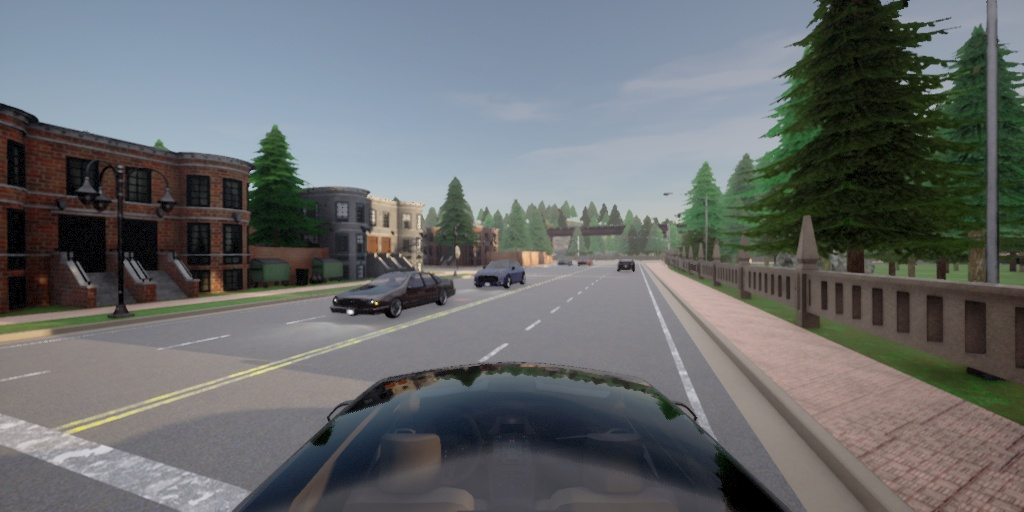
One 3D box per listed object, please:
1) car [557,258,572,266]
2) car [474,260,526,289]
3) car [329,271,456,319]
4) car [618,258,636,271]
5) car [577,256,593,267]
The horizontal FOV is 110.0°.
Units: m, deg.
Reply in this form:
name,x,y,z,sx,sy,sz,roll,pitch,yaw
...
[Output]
name,x,y,z,sx,sy,sz,roll,pitch,yaw
car,9.153,1.092,62.202,1.994,1.385,4.181,0,0,20
car,-0.678,1.043,22.812,2.097,1.767,4.553,0,0,19
car,-3.992,1.283,13.273,2.033,1.411,5.357,0,0,19
car,14.012,1.032,43.837,1.882,1.535,5.008,0,0,19
car,12.406,0.866,60.896,2.097,1.767,4.553,0,0,19
